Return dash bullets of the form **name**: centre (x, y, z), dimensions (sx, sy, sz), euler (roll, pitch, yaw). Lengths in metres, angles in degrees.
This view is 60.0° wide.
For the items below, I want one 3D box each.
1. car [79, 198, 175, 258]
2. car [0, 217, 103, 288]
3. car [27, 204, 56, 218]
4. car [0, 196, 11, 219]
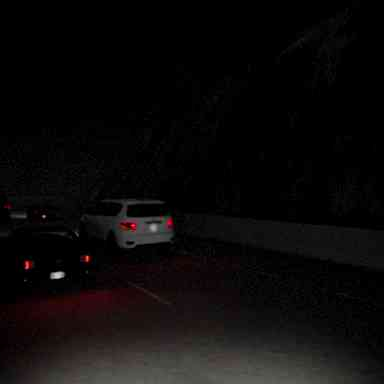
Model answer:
- **car**: centre (-2.822, 1.272, 13.413), dimensions (2.150, 2.045, 5.566), euler (0, 0, -35)
- **car**: centre (-4.356, 1.634, 9.483), dimensions (1.895, 1.301, 4.718), euler (0, 0, -35)
- **car**: centre (-13.176, 1.702, 28.909), dimensions (1.895, 1.301, 4.718), euler (0, 0, -32)
- **car**: centre (-15.544, 1.309, 26.094), dimensions (2.150, 2.045, 5.566), euler (0, 0, -32)
